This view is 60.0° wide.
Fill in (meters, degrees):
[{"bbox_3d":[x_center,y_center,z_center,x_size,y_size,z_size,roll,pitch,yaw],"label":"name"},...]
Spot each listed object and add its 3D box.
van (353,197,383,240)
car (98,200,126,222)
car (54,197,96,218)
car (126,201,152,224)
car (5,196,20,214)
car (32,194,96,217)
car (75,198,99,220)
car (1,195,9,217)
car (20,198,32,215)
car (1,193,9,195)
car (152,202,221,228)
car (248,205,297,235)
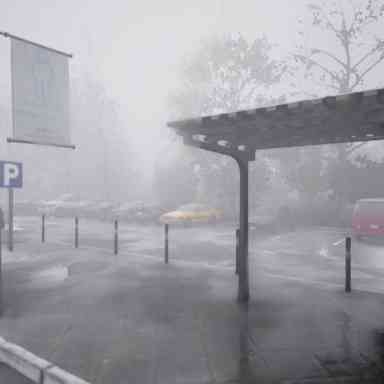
[{"bbox_3d":[9.205,1.264,16.289,1.878,1.987,4.442,0,0,36],"label":"van"},{"bbox_3d":[-4.411,1.469,25.877,2.231,1.521,4.892,0,0,36],"label":"car"},{"bbox_3d":[-8.929,1.460,29.102,2.097,1.535,5.008,0,0,36],"label":"car"},{"bbox_3d":[-2.139,1.501,24.283,2.163,1.488,4.792,0,0,36],"label":"car"},{"bbox_3d":[-15.713,1.447,33.934,2.097,1.535,5.008,0,0,36],"label":"car"},{"bbox_3d":[-11.208,1.205,30.688,2.435,2.045,5.566,0,0,36],"label":"car"},{"bbox_3d":[-6.670,1.464,27.489,2.097,1.535,5.008,0,0,36],"label":"car"},{"bbox_3d":[-17.863,1.435,35.702,1.946,1.575,5.366,0,0,36],"label":"car"},{"bbox_3d":[-13.453,1.454,32.319,2.231,1.521,4.892,0,0,36],"label":"car"},{"bbox_3d":[-24.764,1.142,40.369,2.435,2.045,5.566,0,0,36],"label":"car"},{"bbox_3d":[-0.006,1.472,22.495,1.946,1.575,5.366,0,0,36],"label":"car"},{"bbox_3d":[4.604,1.512,19.396,2.163,1.488,4.792,0,0,36],"label":"car"}]
